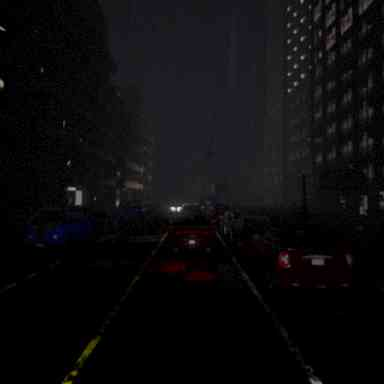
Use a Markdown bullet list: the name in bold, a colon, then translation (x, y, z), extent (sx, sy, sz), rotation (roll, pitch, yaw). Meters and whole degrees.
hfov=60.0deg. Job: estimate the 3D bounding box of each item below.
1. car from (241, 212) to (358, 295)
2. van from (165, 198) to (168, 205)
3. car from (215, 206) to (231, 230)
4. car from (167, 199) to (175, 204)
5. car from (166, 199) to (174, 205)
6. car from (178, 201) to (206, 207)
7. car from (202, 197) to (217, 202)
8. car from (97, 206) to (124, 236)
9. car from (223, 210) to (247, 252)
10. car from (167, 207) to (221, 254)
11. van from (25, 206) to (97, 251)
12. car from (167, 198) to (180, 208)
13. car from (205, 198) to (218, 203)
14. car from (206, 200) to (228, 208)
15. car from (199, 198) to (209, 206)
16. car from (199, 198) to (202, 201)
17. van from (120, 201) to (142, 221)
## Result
- **car**: translation (2.690, 1.541, 9.040), extent (1.967, 1.590, 4.097), rotation (0, -1, 0)
- **van**: translation (-5.730, 2.283, 80.829), extent (1.690, 1.788, 3.998), rotation (0, -1, 0)
- **car**: translation (2.683, 1.774, 20.085), extent (2.008, 1.369, 4.403), rotation (0, -1, 0)
- **car**: translation (-5.736, 2.647, 91.872), extent (1.947, 1.339, 4.313), rotation (0, -1, 0)
- **car**: translation (-5.733, 2.534, 86.180), extent (1.752, 1.417, 4.829), rotation (0, -1, 0)
- **car**: translation (0.003, 1.824, 28.481), extent (1.837, 1.490, 4.892), rotation (0, 0, 0)
- **car**: translation (3.080, 1.818, 51.900), extent (2.150, 2.045, 5.566), rotation (0, -1, 0)
- **car**: translation (-5.698, 1.767, 20.081), extent (1.887, 1.381, 4.507), rotation (0, -1, 0)
- **car**: translation (2.686, 1.713, 14.562), extent (2.008, 1.369, 4.403), rotation (0, -1, 0)
- **car**: translation (0.019, 1.636, 14.239), extent (1.882, 1.535, 5.008), rotation (0, 0, 0)
- **van**: translation (-5.694, 1.502, 14.561), extent (1.690, 1.788, 3.998), rotation (0, -1, 0)
- **car**: translation (-3.060, 2.239, 64.587), extent (2.128, 1.511, 4.902), rotation (0, -1, 1)
- **car**: translation (3.117, 1.984, 44.866), extent (1.882, 1.535, 5.008), rotation (0, -1, 0)
- **car**: translation (2.678, 1.787, 31.130), extent (1.967, 1.590, 4.097), rotation (0, -1, 0)
- **car**: translation (2.654, 2.189, 75.312), extent (2.192, 1.841, 5.009), rotation (0, -1, 0)
- **car**: translation (2.657, 2.357, 69.786), extent (2.008, 1.369, 4.403), rotation (0, -1, 0)
- **van**: translation (-5.703, 1.687, 31.127), extent (1.690, 1.788, 3.998), rotation (0, -1, 0)
